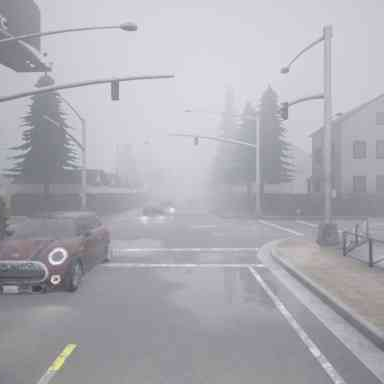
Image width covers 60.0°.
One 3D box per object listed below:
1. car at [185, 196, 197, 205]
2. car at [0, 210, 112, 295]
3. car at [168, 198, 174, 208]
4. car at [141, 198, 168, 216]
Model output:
[{"bbox_3d":[-0.100,1.491,59.300,2.128,1.511,4.902,0,0,0],"label":"car"},{"bbox_3d":[-3.619,1.354,8.882,2.097,1.767,4.553,0,0,0],"label":"car"},{"bbox_3d":[-3.661,1.600,49.346,1.895,1.301,4.718,0,0,0],"label":"car"},{"bbox_3d":[-3.654,1.526,32.419,1.812,1.442,4.674,0,0,0],"label":"car"}]
